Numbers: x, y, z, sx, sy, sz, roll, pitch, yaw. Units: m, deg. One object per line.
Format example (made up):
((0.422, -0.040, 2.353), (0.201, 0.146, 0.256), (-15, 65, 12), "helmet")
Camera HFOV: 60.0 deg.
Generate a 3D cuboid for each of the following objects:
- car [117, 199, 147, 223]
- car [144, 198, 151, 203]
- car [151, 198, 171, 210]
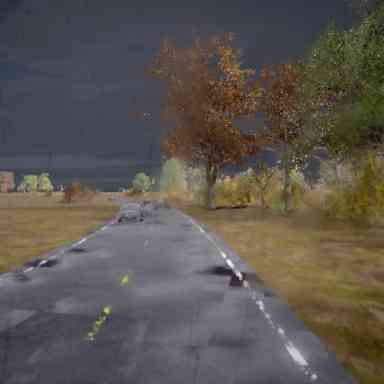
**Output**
((-4.726, 1.552, 26.250), (1.837, 1.490, 4.892), (0, 0, -6), "car")
((-8.379, 1.713, 63.851), (1.895, 1.301, 4.718), (0, 0, -14), "car")
((-4.009, 1.591, 43.684), (1.812, 1.442, 4.674), (0, 0, -10), "car")
